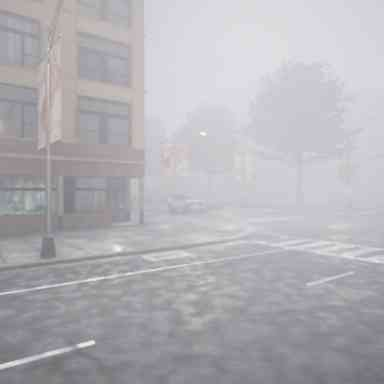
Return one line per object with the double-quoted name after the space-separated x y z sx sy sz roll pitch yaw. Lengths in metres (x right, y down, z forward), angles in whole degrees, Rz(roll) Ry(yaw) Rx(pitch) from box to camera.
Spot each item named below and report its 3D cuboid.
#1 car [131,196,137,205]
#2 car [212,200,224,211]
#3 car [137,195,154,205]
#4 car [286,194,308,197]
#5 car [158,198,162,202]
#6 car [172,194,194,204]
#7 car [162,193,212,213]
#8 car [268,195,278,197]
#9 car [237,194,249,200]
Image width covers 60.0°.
-10.795 1.326 51.283 2.097 1.767 4.553 0 0 -36 "car"
1.501 1.495 40.023 2.033 1.411 5.357 0 0 -36 "car"
-7.937 1.253 53.302 1.837 1.490 4.892 0 0 -36 "car"
21.873 1.193 71.716 2.002 1.452 4.674 0 0 -36 "car"
-4.604 1.435 62.369 1.837 1.490 4.892 0 0 -36 "car"
-1.745 1.275 64.388 2.097 1.767 4.553 0 0 -36 "car"
-0.683 1.169 37.067 2.150 2.045 5.566 0 1 -36 "car"
21.048 1.319 85.649 1.895 1.301 4.718 0 0 -36 "car"
11.397 1.294 79.200 2.161 1.482 4.786 0 0 -36 "car"
